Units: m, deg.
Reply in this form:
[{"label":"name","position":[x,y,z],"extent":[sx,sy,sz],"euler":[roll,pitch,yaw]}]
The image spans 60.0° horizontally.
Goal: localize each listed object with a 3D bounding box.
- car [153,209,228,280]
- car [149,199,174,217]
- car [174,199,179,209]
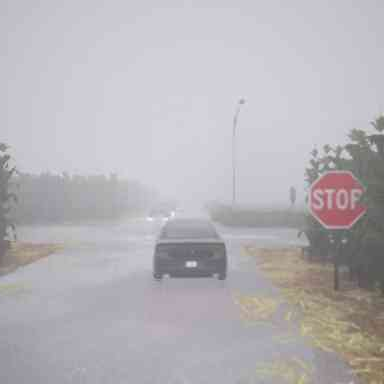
[{"label":"car","position":[-0.125,1.521,10.166],"extent":[1.882,1.535,5.008],"euler":[0,0,-3]},{"label":"car","position":[-3.197,1.713,33.988],"extent":[1.837,1.490,4.892],"euler":[0,-1,0]},{"label":"car","position":[-3.194,1.672,44.149],"extent":[2.097,1.767,4.553],"euler":[0,-1,0]}]
